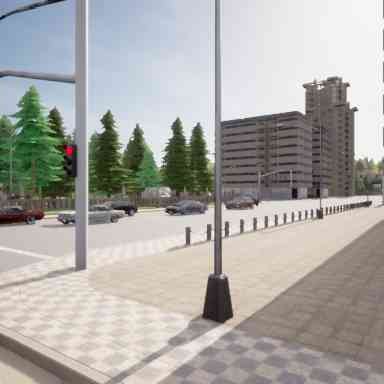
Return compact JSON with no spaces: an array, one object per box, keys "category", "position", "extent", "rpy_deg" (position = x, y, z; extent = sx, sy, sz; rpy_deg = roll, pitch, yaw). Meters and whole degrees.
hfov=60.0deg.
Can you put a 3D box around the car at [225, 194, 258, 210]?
[{"category":"car","position":[6.107,1.355,42.320],"extent":[2.097,1.767,4.553],"rpy_deg":[0,0,36]}]

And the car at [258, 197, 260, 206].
[{"category":"car","position":[8.583,1.275,51.691],"extent":[2.150,2.045,5.566],"rpy_deg":[0,0,36]}]

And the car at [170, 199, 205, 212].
[{"category":"car","position":[-0.497,1.564,39.121],"extent":[1.994,1.385,4.181],"rpy_deg":[0,0,36]}]

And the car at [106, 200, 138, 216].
[{"category":"car","position":[-7.096,1.478,29.890],"extent":[1.882,1.535,5.008],"rpy_deg":[0,0,36]}]

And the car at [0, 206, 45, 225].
[{"category":"car","position":[-12.588,1.601,22.276],"extent":[1.895,1.301,4.718],"rpy_deg":[0,0,37]}]

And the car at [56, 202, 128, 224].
[{"category":"car","position":[-7.162,1.601,23.773],"extent":[1.895,1.301,4.718],"rpy_deg":[0,0,36]}]

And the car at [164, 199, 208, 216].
[{"category":"car","position":[-0.426,1.548,33.207],"extent":[2.033,1.411,5.357],"rpy_deg":[0,0,35]}]
